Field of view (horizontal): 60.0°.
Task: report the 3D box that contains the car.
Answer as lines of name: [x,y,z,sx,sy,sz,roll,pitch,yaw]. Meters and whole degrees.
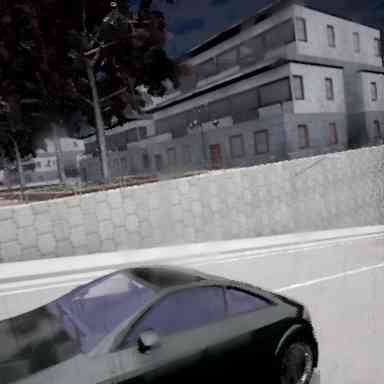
car: [-0.518,1.582,3.623,4.181,1.385,1.994,1,0,-35]
